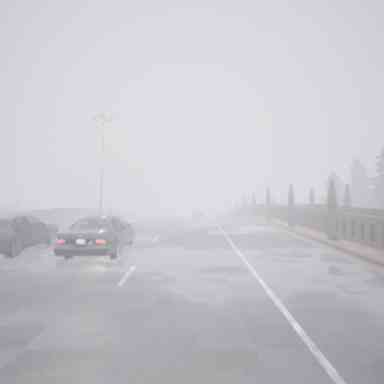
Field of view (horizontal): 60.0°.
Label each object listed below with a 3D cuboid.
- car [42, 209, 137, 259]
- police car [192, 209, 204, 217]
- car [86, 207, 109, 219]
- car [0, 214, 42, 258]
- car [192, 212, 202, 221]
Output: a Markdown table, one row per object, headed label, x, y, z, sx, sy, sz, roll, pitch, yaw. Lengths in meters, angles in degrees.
| label | x | y | z | sx | sy | sz | roll | pitch | yaw |
| --- | --- | --- | --- | --- | --- | --- | --- | --- | --- |
| car | -3.403 | 1.559 | 12.666 | 2.033 | 1.411 | 5.357 | 0 | 0 | 0 |
| police car | 1.038 | 3.703 | 54.864 | 1.930 | 1.638 | 5.238 | 0 | -6 | 0 |
| car | -14.086 | 3.219 | 49.828 | 1.882 | 1.535 | 5.008 | 0 | -6 | 0 |
| car | -6.903 | 1.559 | 12.711 | 2.033 | 1.411 | 5.357 | 0 | 0 | 0 |
| car | 1.034 | 5.304 | 70.644 | 2.097 | 1.767 | 4.553 | 0 | -6 | 0 |
